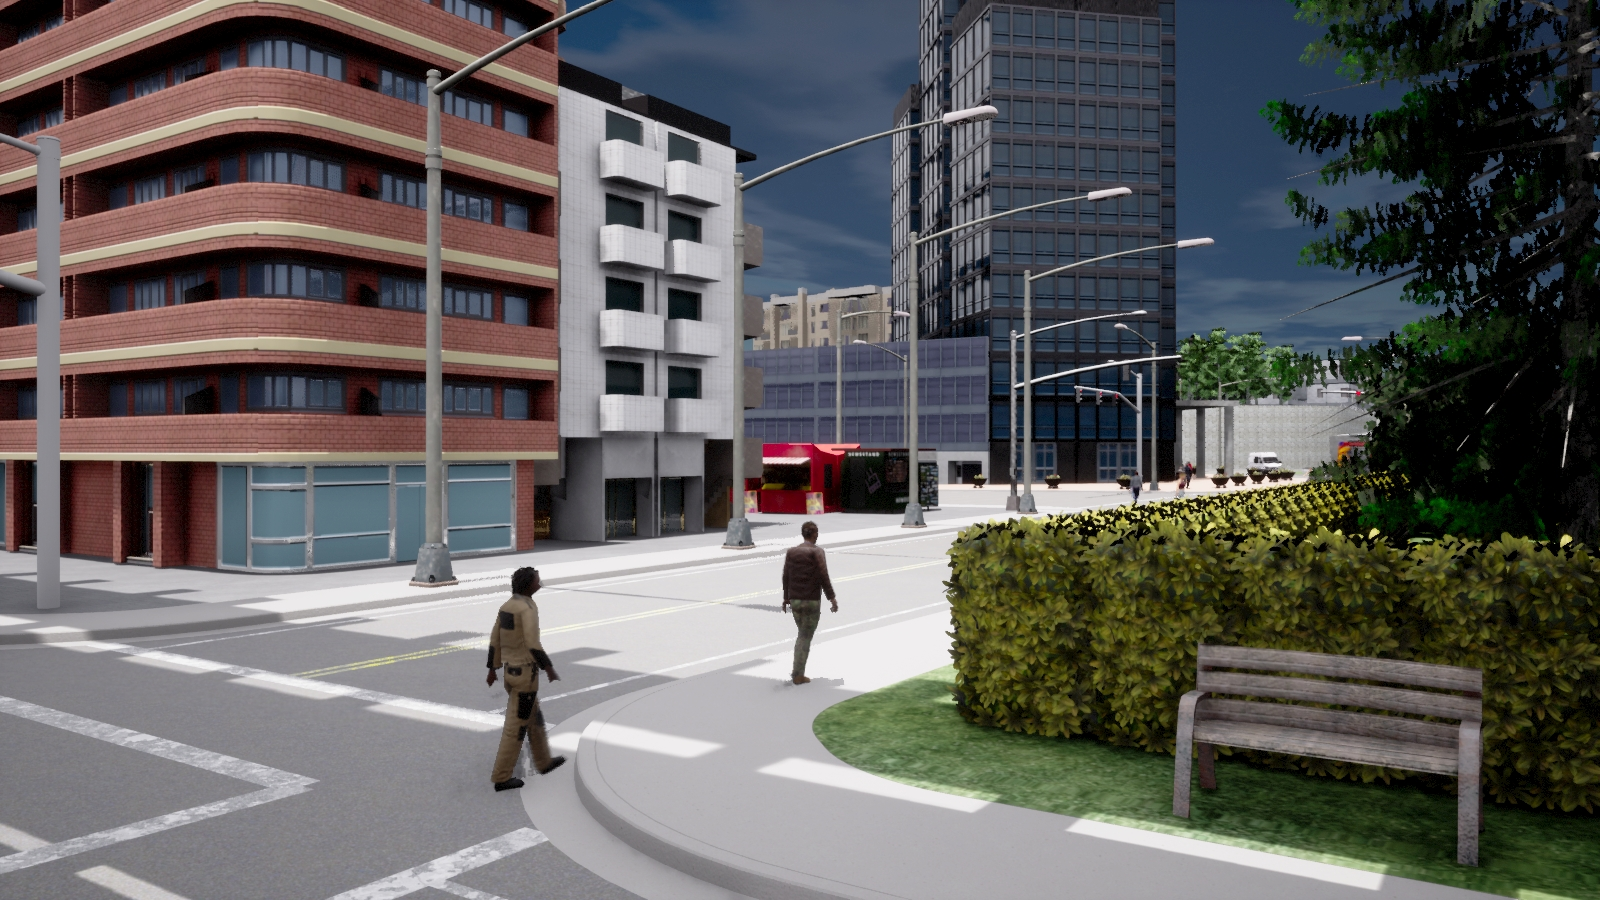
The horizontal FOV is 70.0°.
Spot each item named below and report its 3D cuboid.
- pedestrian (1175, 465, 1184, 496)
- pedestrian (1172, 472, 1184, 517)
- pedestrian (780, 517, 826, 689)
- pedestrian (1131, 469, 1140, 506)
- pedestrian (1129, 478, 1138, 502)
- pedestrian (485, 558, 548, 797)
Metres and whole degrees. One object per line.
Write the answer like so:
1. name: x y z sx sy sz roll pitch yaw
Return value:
1. pedestrian: 23.523 1.886 70.753 0.375 1.860 0.375 0 0 -42
2. pedestrian: 15.696 1.848 47.474 0.375 1.860 0.375 0 0 33
3. pedestrian: 0.037 1.698 12.833 0.375 1.860 0.375 0 0 33
4. pedestrian: 16.878 1.881 57.431 0.375 1.860 0.375 0 0 29
5. pedestrian: 18.183 2.172 62.338 0.375 1.300 0.375 0 0 36
6. pedestrian: -2.340 1.848 9.414 0.375 1.860 0.375 0 0 -41
